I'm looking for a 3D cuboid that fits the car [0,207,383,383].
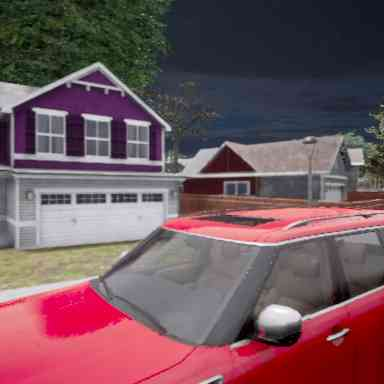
[{"bbox_3d":[0.547,1.227,3.312,5.566,2.045,2.150,0,0,-35],"label":"car"}]
